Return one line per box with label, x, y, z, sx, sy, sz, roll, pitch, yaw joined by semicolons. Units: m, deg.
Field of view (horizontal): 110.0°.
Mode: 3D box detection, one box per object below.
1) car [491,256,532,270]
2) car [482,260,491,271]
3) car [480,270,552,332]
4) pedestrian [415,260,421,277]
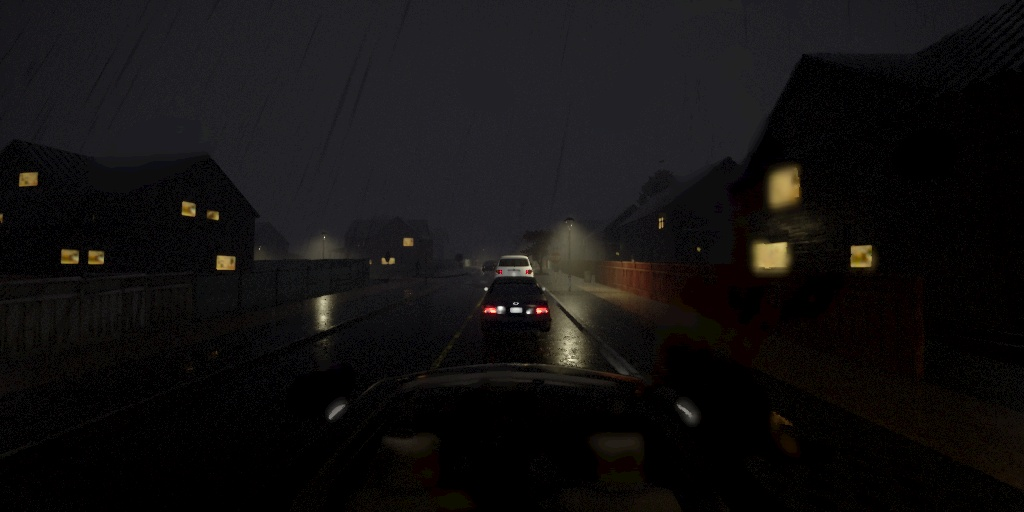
car;0.061;1.005;21.457;2.150;2.045;5.566;0;0;-1
car;-2.884;1.354;47.390;1.882;1.535;5.008;0;0;0
car;0.092;1.308;10.809;2.033;1.411;5.357;0;0;0
pedestrian;-9.943;1.262;37.884;0.375;1.860;0.375;0;-2;5
